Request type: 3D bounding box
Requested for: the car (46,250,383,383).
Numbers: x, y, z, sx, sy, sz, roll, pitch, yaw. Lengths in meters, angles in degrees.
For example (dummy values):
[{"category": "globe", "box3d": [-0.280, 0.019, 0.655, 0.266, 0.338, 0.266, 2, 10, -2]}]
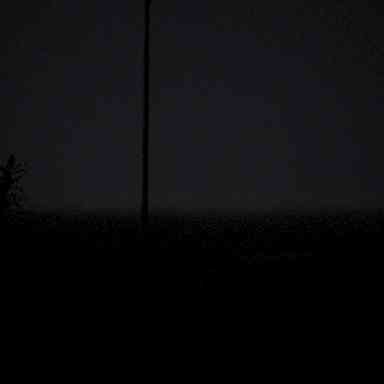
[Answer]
[{"category": "car", "box3d": [1.018, 1.509, 3.796, 5.008, 1.535, 1.882, 1, 0, -35]}]
